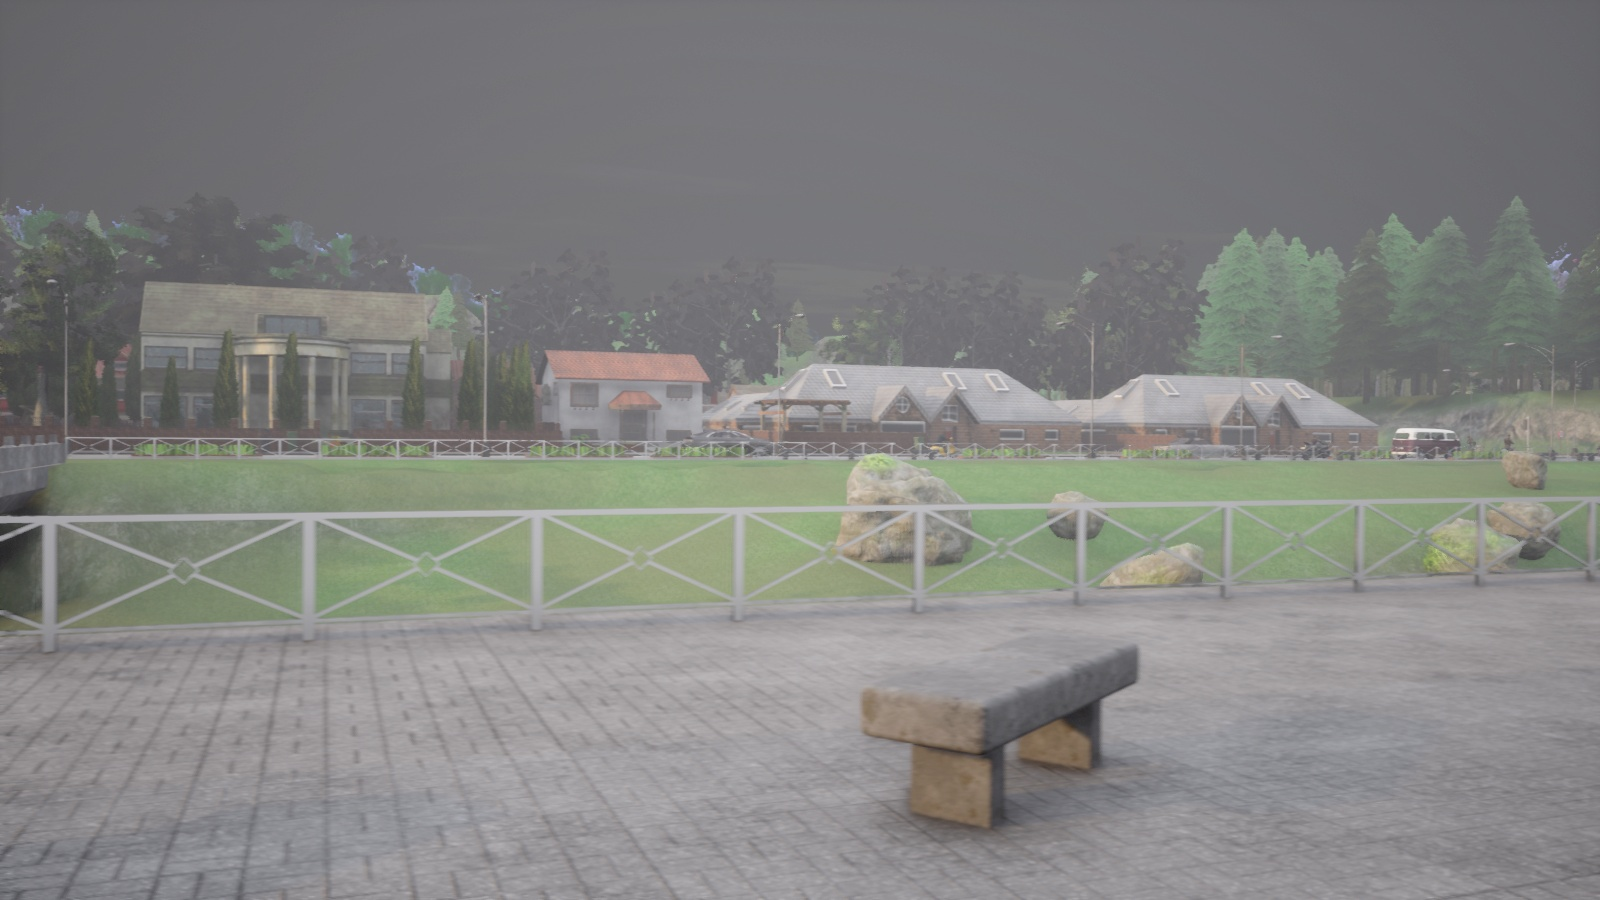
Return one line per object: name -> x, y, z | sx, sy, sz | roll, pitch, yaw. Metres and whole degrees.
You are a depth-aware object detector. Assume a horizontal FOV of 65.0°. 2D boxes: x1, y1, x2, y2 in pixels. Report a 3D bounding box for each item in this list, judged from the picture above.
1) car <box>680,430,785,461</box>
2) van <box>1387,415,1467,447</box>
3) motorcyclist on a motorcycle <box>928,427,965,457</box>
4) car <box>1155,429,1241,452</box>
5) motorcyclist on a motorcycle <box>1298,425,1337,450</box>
car -> -3.443, -0.252, 64.151 | 4.902, 1.511, 2.128 | -1, 1, -21
van -> 40.312, -1.228, 80.750 | 4.480, 2.038, 2.069 | -1, 1, -21
motorcyclist on a motorcycle -> 7.992, -0.449, 68.489 | 1.817, 1.590, 0.866 | -1, 1, -21
car -> 23.570, -0.567, 74.401 | 4.718, 1.301, 1.895 | -1, 1, -21
motorcyclist on a motorcycle -> 31.966, -0.775, 77.586 | 2.191, 1.530, 0.866 | -1, 1, -21
